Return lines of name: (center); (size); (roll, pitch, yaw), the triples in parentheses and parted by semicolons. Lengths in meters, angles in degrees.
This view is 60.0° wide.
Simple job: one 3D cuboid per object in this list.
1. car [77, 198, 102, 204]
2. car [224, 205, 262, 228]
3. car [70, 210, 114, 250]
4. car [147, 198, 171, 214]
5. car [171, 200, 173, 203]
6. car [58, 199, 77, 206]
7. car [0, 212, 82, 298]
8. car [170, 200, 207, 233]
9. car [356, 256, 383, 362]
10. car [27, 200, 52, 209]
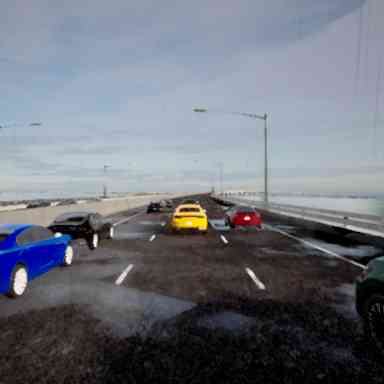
car: (-14.487, 1.677, 48.650); (2.128, 1.511, 4.902); (0, 0, 0)
car: (3.324, 1.583, 22.199); (1.994, 1.385, 4.181); (0, 0, -1)
car: (-4.749, 1.568, 14.624); (1.837, 1.490, 4.892); (0, 0, -1)
car: (-3.855, 1.585, 36.998); (2.128, 1.511, 4.902); (0, 0, 0)
car: (-3.930, 1.606, 50.584); (2.128, 1.511, 4.902); (0, 0, 0)
car: (-17.983, 1.774, 48.510); (1.994, 1.385, 4.181); (0, 0, 0)
car: (-4.667, 1.529, 8.634); (1.882, 1.535, 5.008); (0, 0, -1)
car: (-0.155, 1.517, 20.026); (1.882, 1.535, 5.008); (0, 0, -1)
car: (3.579, 1.203, 2.631); (2.150, 2.045, 5.566); (0, 0, -1)
car: (-21.482, 1.797, 46.985); (1.994, 1.385, 4.181); (0, 0, 0)
